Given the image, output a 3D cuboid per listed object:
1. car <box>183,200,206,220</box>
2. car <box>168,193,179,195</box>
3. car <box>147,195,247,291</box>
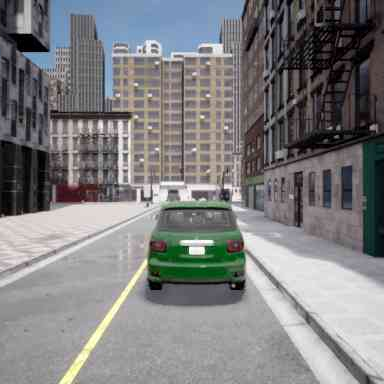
[{"bbox_3d":[0.183,1.487,28.937,1.837,1.490,4.892,0,0,0],"label":"car"},{"bbox_3d":[-2.852,1.147,51.594,2.150,2.045,5.566,0,0,0],"label":"car"},{"bbox_3d":[0.119,1.221,9.151,2.150,2.045,5.566,0,0,1],"label":"car"}]
